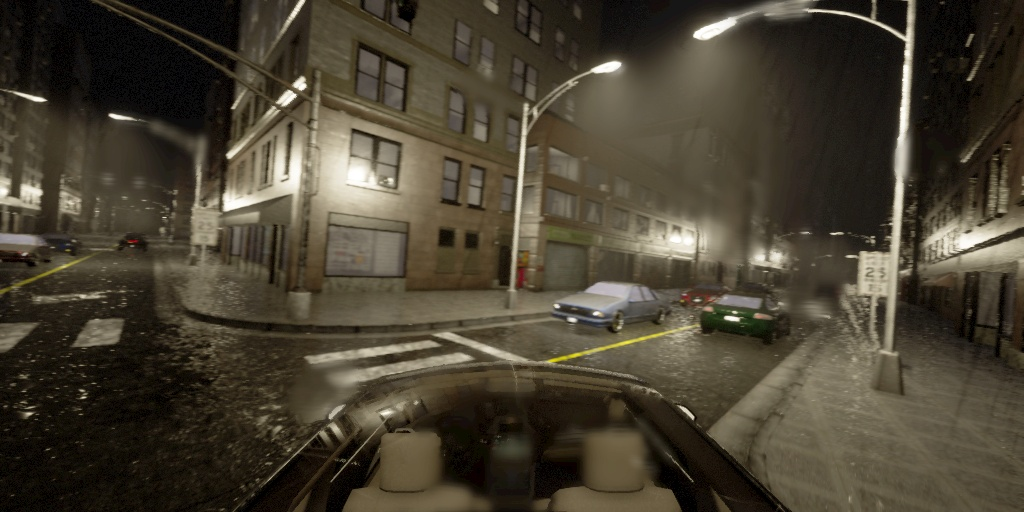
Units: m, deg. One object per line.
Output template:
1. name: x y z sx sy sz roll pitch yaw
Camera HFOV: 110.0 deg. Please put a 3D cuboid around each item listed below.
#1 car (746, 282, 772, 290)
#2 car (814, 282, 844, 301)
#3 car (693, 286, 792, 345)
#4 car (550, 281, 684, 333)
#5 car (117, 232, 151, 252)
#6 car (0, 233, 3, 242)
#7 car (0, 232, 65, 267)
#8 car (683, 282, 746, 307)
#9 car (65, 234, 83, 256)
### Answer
1. car: 18.038 2.695 26.719 2.033 1.411 5.357 4 0 44
2. car: 32.736 3.615 37.023 2.097 1.767 4.553 4 0 45
3. car: 7.882 1.916 11.947 4.181 1.385 1.994 4 0 -45
4. car: 3.635 1.590 12.170 5.357 1.411 2.033 4 0 -45
5. car: -35.226 -1.240 33.402 1.837 1.490 4.892 5 0 -45
6. car: -16.036 0.117 9.653 4.674 1.442 1.812 4 0 44
7. car: -22.870 -0.341 16.509 2.033 1.411 5.357 5 0 -45
8. car: 10.672 2.146 19.269 4.181 1.385 1.994 4 0 -44
9. car: -29.873 -0.819 23.537 1.994 1.385 4.181 5 0 -45
